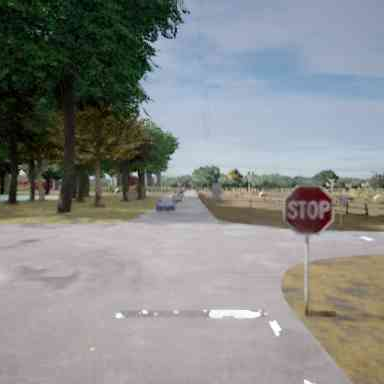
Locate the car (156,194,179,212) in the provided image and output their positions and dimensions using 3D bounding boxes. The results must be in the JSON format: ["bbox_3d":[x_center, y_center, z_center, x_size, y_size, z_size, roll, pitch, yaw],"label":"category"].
[{"bbox_3d":[-2.738,1.345,35.682,1.882,1.535,5.008,0,2,0],"label":"car"}]

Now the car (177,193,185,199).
[{"bbox_3d":[-2.728,0.916,84.064,2.033,1.411,5.357,0,0,0],"label":"car"}]

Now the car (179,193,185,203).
[{"bbox_3d":[-2.734,1.250,59.350,1.994,1.385,4.181,0,1,0],"label":"car"}]
